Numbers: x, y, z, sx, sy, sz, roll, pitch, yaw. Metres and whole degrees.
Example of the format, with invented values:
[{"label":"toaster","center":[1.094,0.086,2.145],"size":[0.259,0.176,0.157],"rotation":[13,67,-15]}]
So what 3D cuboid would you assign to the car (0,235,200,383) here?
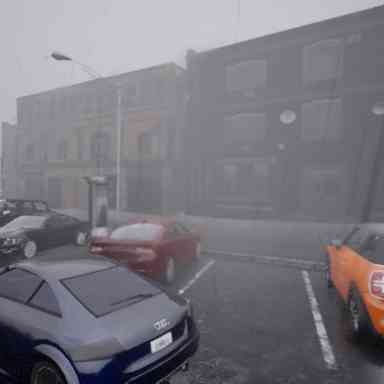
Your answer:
[{"label":"car","center":[-1.966,1.598,4.719],"size":[4.181,1.385,1.994],"rotation":[-1,0,35]}]

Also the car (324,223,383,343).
[{"label":"car","center":[3.853,1.355,6.327],"size":[2.185,1.767,4.553],"rotation":[0,-1,15]}]

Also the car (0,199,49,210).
[{"label":"car","center":[-8.577,1.355,14.887],"size":[2.435,2.045,5.566],"rotation":[0,-1,13]}]

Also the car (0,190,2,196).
[{"label":"car","center":[-31.255,0.078,51.211],"size":[5.566,2.045,2.435],"rotation":[0,6,6]}]

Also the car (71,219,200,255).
[{"label":"car","center":[-1.085,1.531,9.814],"size":[2.097,1.535,5.008],"rotation":[0,-1,14]}]

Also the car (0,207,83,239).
[{"label":"car","center":[-6.062,1.582,13.233],"size":[2.097,1.535,5.008],"rotation":[0,-1,14]}]
